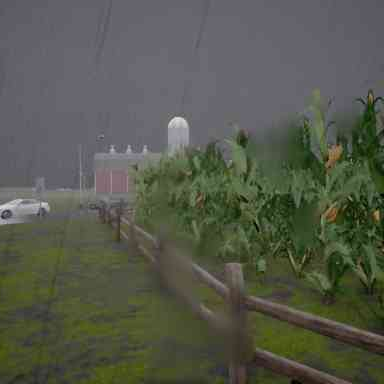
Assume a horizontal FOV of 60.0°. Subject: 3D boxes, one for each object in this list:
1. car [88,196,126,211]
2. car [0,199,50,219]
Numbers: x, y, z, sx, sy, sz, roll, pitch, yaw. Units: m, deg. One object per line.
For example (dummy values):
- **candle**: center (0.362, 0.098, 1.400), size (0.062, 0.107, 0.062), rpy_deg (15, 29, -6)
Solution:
- **car**: center (-8.833, 1.156, 34.710), size (1.994, 1.385, 4.181), rpy_deg (-1, 1, 29)
- **car**: center (-13.663, 1.283, 26.491), size (1.812, 1.442, 4.674), rpy_deg (-1, 1, 31)
